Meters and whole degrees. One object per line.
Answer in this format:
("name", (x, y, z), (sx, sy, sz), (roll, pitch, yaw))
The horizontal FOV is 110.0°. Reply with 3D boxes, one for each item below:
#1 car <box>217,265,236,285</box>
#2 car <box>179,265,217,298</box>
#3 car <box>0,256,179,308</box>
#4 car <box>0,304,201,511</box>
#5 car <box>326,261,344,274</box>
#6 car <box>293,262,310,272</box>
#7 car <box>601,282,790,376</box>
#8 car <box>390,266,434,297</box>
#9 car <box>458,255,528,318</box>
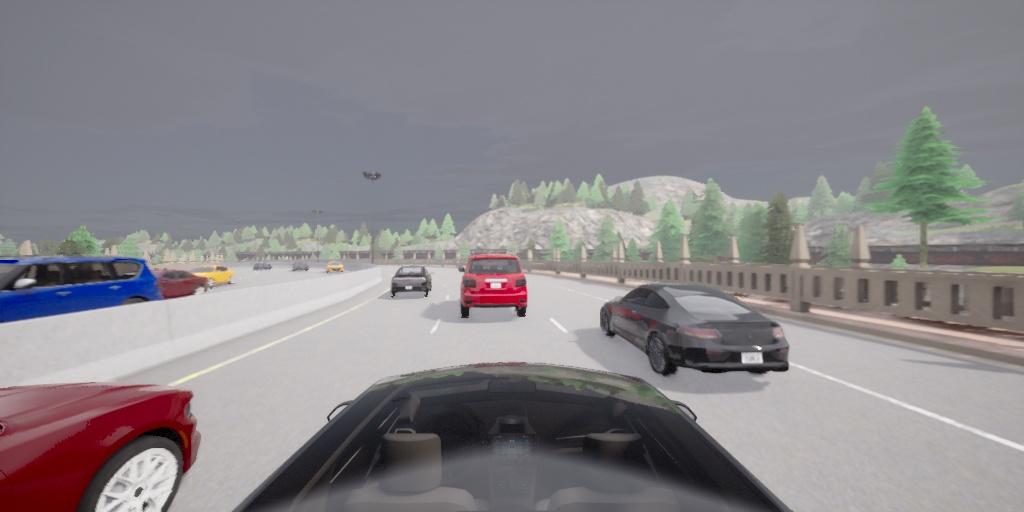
("car", (-21.252, 1.379, 25.001), (1.882, 1.535, 5.008), (0, 0, -17))
("car", (-15.436, 1.314, 15.365), (1.882, 1.535, 5.008), (0, 0, -10))
("car", (-10.970, 1.021, 7.956), (2.150, 2.045, 5.566), (0, 0, -5))
("car", (-3.534, 1.241, 0.900), (1.882, 1.535, 5.008), (0, 0, 0))
("car", (-23.203, 1.462, 47.008), (1.882, 1.535, 5.008), (0, 0, -30))
("car", (-31.138, 1.581, 52.868), (1.837, 1.490, 4.892), (0, 0, -35))
("car", (3.247, 1.262, 7.312), (1.812, 1.442, 4.674), (0, 0, -3))
("car", (-5.295, 1.279, 19.225), (2.128, 1.511, 4.902), (0, 0, -11))
("car", (-0.792, 0.979, 13.347), (2.150, 2.045, 5.566), (0, 0, -7))
